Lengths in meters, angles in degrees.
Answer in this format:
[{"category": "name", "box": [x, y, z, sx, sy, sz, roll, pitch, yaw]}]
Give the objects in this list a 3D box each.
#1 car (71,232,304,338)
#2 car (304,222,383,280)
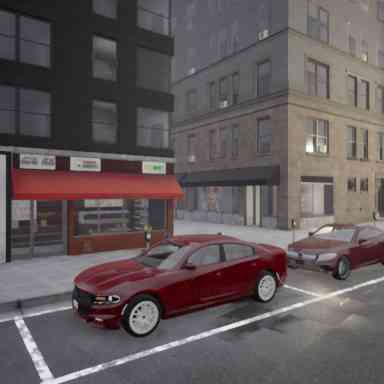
[{"category": "car", "box": [-0.029, 1.544, 6.617, 4.507, 1.381, 1.887, 0, 0, -35]}, {"category": "car", "box": [4.497, 1.574, 9.832, 4.206, 1.307, 1.802, 0, 0, -35]}]
